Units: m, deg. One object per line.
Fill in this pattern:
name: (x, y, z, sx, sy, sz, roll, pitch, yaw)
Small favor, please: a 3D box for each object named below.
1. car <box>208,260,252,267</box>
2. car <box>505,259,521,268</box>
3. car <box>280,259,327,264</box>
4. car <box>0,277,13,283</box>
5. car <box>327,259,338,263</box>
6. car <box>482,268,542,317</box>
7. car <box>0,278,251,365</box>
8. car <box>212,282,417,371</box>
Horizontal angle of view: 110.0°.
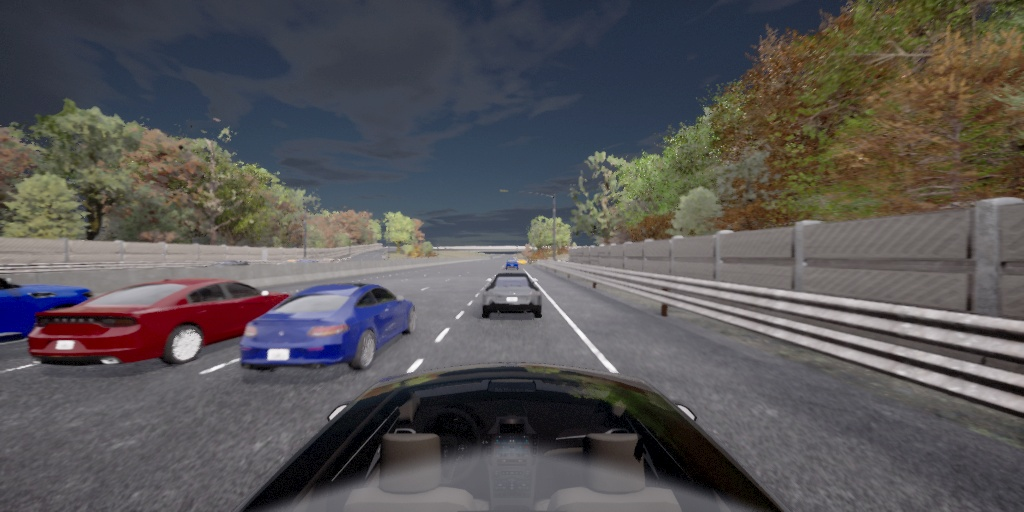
car: (-31.519, 1.207, 40.188, 2.128, 1.511, 4.902, 0, 1, 1)
car: (0.003, 1.211, 55.708, 1.882, 1.535, 5.008, 0, 0, 0)
car: (-21.021, 1.199, 35.908, 1.882, 1.535, 5.008, 0, 1, 1)
car: (-10.400, 0.963, 5.789, 2.150, 2.045, 5.566, 0, 0, 0)
car: (-28.021, 1.226, 54.412, 1.882, 1.535, 5.008, 0, 0, 1)
car: (0.000, 1.297, 13.027, 1.994, 1.385, 4.181, 0, 0, 0)
car: (-6.897, 1.216, 8.010, 1.882, 1.535, 5.008, 0, 0, 0)
car: (-3.399, 1.265, 7.520, 1.812, 1.442, 4.674, 0, 0, 0)
